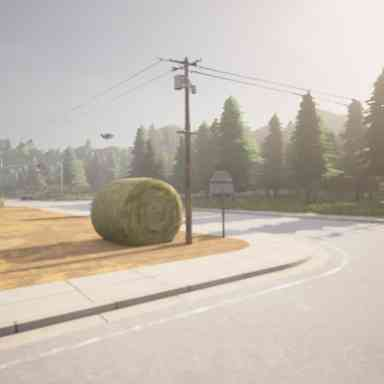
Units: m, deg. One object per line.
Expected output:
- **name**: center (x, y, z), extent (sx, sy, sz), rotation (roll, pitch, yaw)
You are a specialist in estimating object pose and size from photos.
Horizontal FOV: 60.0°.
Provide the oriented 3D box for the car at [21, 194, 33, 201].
- **car**: center (-39.071, 1.315, 78.896), extent (1.812, 1.442, 4.674), rotation (-1, 1, -39)
